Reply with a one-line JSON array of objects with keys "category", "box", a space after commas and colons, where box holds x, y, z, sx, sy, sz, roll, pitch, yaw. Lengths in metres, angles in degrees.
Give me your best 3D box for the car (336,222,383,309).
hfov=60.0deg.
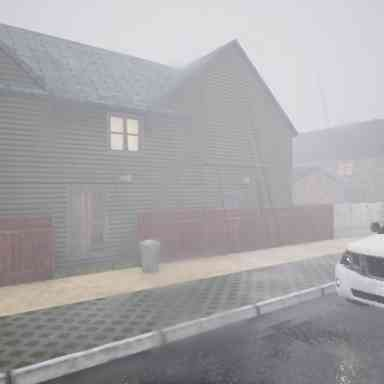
[{"category": "car", "box": [5.300, 1.222, 6.832, 5.566, 2.045, 2.150, 0, 0, -35]}]
